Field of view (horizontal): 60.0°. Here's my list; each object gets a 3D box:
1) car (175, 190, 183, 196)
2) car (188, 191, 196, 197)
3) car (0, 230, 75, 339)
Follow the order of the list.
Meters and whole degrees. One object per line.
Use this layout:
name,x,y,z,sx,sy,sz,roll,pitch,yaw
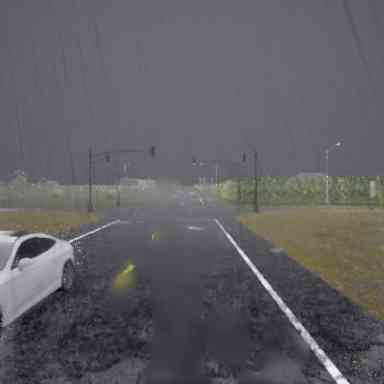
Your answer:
car,-3.494,0.210,91.447,1.837,1.490,4.892,0,1,0
car,0.005,0.697,87.227,1.994,1.385,4.181,0,1,0
car,-3.599,1.476,5.984,1.812,1.442,4.674,0,0,0
